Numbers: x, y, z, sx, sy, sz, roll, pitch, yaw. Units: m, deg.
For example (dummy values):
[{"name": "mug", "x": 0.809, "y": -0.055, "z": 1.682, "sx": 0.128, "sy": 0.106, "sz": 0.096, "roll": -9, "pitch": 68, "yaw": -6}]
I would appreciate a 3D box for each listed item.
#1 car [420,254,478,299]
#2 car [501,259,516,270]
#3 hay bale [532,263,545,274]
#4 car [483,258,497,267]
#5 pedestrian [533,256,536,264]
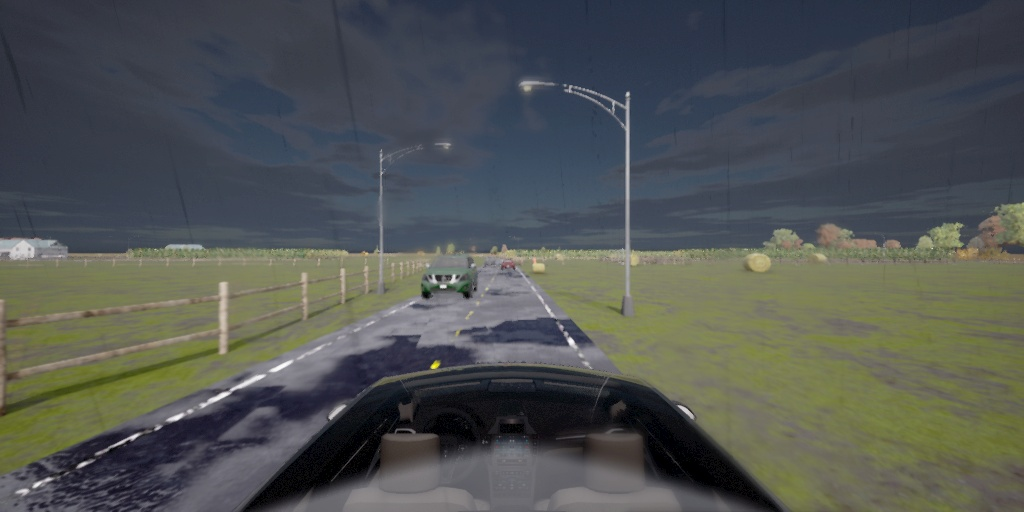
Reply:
[{"name": "car", "x": -2.925, "y": 0.922, "z": 17.892, "sx": 2.150, "sy": 2.045, "sz": 5.566, "roll": 0, "pitch": 0, "yaw": 0}, {"name": "car", "x": -0.514, "y": 1.114, "z": 48.543, "sx": 1.812, "sy": 1.442, "sz": 4.674, "roll": 0, "pitch": 0, "yaw": -1}, {"name": "hay bale", "x": 2.792, "y": 1.284, "z": 38.071, "sx": 1.220, "sy": 1.180, "sz": 1.240, "roll": 0, "pitch": 0, "yaw": -1}, {"name": "car", "x": -3.619, "y": 1.053, "z": 59.294, "sx": 1.837, "sy": 1.490, "sz": 4.892, "roll": 0, "pitch": 0, "yaw": -1}, {"name": "pedestrian", "x": 2.471, "y": 0.918, "z": 39.229, "sx": 0.375, "sy": 1.860, "sz": 0.375, "roll": 0, "pitch": 1, "yaw": 1}]
